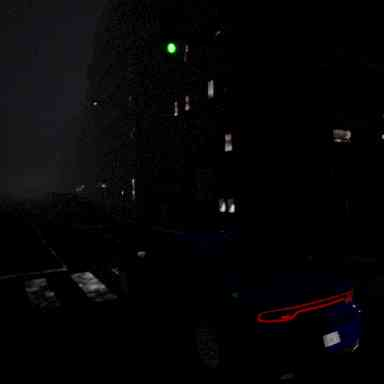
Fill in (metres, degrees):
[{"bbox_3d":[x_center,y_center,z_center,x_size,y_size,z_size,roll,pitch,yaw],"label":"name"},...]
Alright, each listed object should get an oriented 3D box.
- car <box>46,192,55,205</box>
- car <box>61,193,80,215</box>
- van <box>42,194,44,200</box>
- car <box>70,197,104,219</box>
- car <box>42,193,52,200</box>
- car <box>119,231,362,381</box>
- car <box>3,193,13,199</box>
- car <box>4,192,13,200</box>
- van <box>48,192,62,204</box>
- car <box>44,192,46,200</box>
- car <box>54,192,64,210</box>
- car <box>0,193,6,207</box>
[{"bbox_3d":[-20.030,0.900,49.544,2.192,1.841,5.009,-1,1,-26],"label":"car"},{"bbox_3d":[-10.523,1.156,30.631,1.967,1.590,4.097,-1,1,-27],"label":"car"},{"bbox_3d":[-29.572,0.802,68.404,1.690,1.788,3.998,-1,1,-26],"label":"van"},{"bbox_3d":[-8.048,1.331,25.946,1.802,1.307,4.206,-1,1,-28],"label":"car"},{"bbox_3d":[-31.923,0.995,73.137,1.947,1.339,4.313,-1,1,-26],"label":"car"},{"bbox_3d":[0.257,1.415,5.737,1.882,1.535,5.008,-1,1,-31],"label":"car"},{"bbox_3d":[-45.686,1.054,82.773,2.008,1.369,4.403,-1,1,-27],"label":"car"},{"bbox_3d":[-43.143,0.846,77.997,2.192,1.841,5.009,-1,1,-26],"label":"car"},{"bbox_3d":[-22.383,0.894,54.276,1.690,1.788,3.998,-1,1,-26],"label":"van"},{"bbox_3d":[-24.735,1.066,59.009,1.887,1.381,4.507,-1,1,-26],"label":"car"},{"bbox_3d":[-12.951,0.998,35.352,2.192,1.841,5.009,-1,1,-27],"label":"car"},{"bbox_3d":[-26.785,1.193,45.017,1.967,1.590,4.097,-1,1,-26],"label":"car"}]
